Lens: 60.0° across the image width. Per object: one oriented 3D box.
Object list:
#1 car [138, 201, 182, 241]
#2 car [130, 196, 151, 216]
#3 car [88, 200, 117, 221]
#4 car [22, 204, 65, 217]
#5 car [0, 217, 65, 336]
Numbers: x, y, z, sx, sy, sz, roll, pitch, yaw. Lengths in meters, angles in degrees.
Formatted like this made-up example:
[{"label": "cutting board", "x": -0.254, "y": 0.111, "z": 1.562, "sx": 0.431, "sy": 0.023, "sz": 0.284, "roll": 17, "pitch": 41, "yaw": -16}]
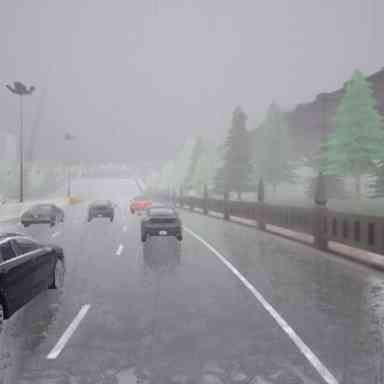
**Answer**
[{"label": "car", "x": -1.614, "y": 1.447, "z": 16.440, "sx": 1.837, "sy": 1.490, "sz": 4.892, "roll": 0, "pitch": 1, "yaw": -9}, {"label": "car", "x": -5.467, "y": 1.230, "z": 35.409, "sx": 2.097, "sy": 1.767, "sz": 4.553, "roll": 0, "pitch": 0, "yaw": -12}, {"label": "car", "x": -7.121, "y": 1.426, "z": 26.391, "sx": 1.837, "sy": 1.490, "sz": 4.892, "roll": 0, "pitch": 1, "yaw": -12}, {"label": "car", "x": -9.756, "y": 1.493, "z": 22.107, "sx": 2.033, "sy": 1.411, "sz": 5.357, "roll": 0, "pitch": 0, "yaw": -12}, {"label": "car", "x": -3.831, "y": 1.481, "z": 6.073, "sx": 2.128, "sy": 1.511, "sz": 4.902, "roll": 0, "pitch": 0, "yaw": -4}]
